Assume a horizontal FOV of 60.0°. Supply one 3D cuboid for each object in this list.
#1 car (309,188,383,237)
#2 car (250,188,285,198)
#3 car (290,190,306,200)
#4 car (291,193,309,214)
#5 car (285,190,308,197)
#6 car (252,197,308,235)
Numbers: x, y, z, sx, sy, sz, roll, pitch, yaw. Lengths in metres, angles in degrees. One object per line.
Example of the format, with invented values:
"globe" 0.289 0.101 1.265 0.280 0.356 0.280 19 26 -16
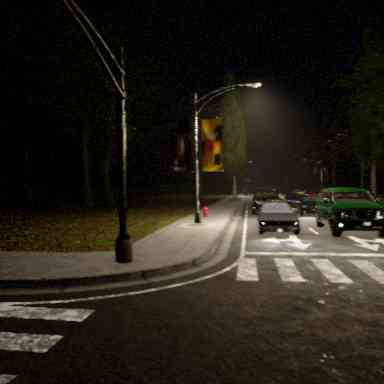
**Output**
"car" 7.278 0.828 15.645 2.150 2.045 5.566 -1 1 10
"car" 5.889 0.677 26.763 2.150 2.045 5.566 -1 1 10
"car" 17.489 0.392 55.005 1.882 1.535 5.008 -1 1 10
"car" 8.884 0.991 24.924 1.994 1.385 4.181 -1 1 10
"car" 10.565 0.791 34.726 1.812 1.442 4.674 -1 1 10
"car" 4.173 1.194 16.733 2.033 1.411 5.357 -1 1 10
